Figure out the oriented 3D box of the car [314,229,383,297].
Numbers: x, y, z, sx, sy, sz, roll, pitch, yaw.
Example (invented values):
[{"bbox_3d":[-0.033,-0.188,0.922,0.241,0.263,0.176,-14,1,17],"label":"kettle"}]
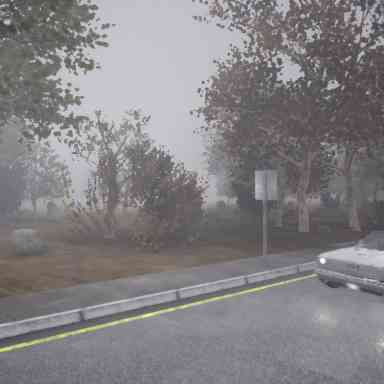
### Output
[{"bbox_3d":[5.045,1.601,7.997,4.718,1.301,1.895,0,0,-35],"label":"car"}]
